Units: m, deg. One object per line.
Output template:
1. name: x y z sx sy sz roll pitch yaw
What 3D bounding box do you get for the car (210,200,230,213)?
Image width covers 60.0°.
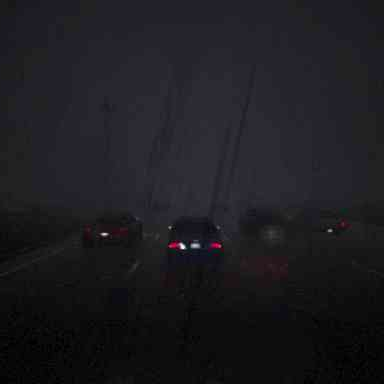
1. car: 3.425 1.730 40.576 1.812 1.442 4.674 0 0 0

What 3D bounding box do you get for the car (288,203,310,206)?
1. car: 10.467 1.728 32.484 1.994 1.385 4.181 0 0 0

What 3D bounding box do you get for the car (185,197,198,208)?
1. car: -0.157 1.628 54.676 2.097 1.767 4.553 0 0 0

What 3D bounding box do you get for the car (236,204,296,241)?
1. car: 3.555 1.593 17.209 1.837 1.490 4.892 0 0 0

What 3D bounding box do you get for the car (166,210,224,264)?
1. car: 0.080 1.609 12.091 2.033 1.411 5.357 0 0 0

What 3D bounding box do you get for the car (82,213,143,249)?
1. car: -3.435 1.640 15.014 1.994 1.385 4.181 0 0 0

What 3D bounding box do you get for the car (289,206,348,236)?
1. car: 7.051 1.699 19.260 1.895 1.301 4.718 0 0 0

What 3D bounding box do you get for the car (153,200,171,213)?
1. car: -3.574 1.679 40.125 1.882 1.535 5.008 0 0 0

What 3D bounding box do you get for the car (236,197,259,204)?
1. car: 6.900 1.767 43.386 2.033 1.411 5.357 0 0 0

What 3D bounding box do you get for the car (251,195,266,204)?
1. car: 10.350 1.493 53.281 2.150 2.045 5.566 0 0 0
